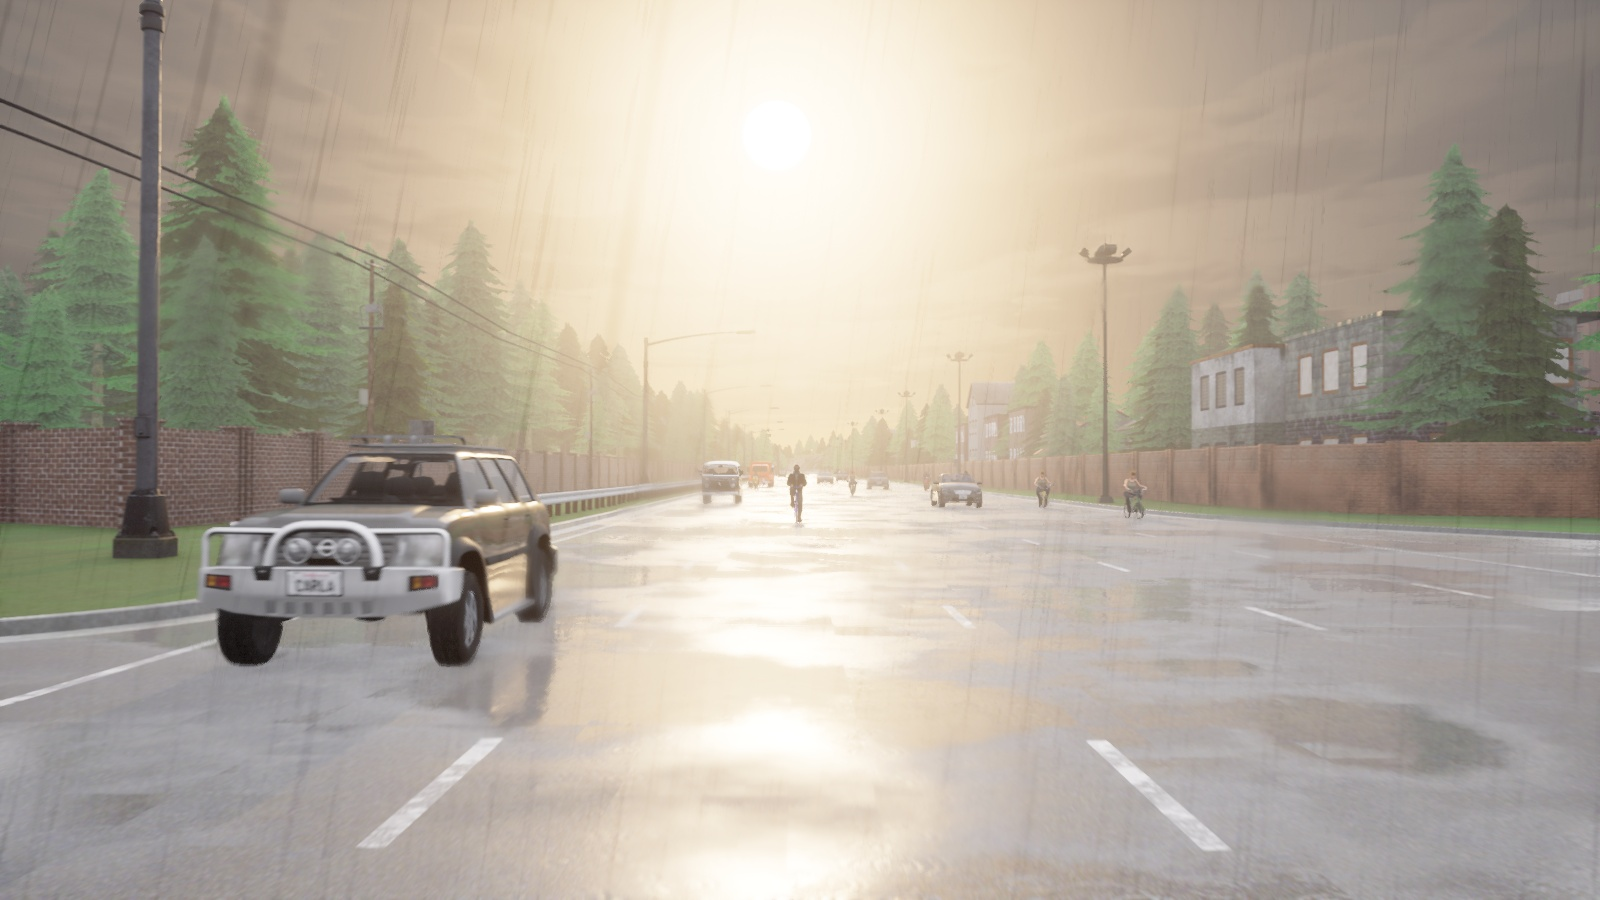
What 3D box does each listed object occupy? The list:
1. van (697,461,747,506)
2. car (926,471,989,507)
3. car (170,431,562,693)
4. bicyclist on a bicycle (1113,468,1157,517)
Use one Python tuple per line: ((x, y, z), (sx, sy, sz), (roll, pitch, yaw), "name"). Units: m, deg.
((-3.649, 1.550, 59.572), (2.069, 2.038, 4.480), (0, -1, 0), "van")
((6.863, 1.668, 55.227), (2.128, 1.511, 4.902), (0, -1, 0), "car")
((-3.529, 0.834, 11.259), (1.932, 1.855, 4.605), (0, -1, 0), "car")
((11.146, 1.407, 41.843), (0.866, 1.612, 1.509), (0, -1, -10), "bicyclist on a bicycle")
